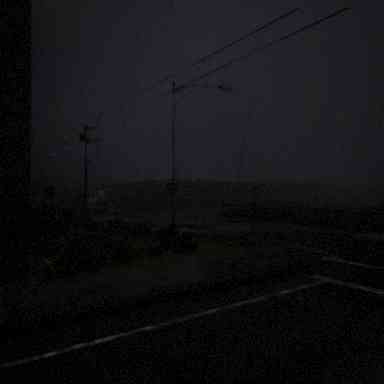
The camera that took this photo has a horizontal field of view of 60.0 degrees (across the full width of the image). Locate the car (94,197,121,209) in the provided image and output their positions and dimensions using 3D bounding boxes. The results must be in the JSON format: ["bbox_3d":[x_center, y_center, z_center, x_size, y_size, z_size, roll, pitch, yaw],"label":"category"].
[{"bbox_3d":[-11.651,1.643,46.701,1.895,1.301,4.718,0,0,-34],"label":"car"}]

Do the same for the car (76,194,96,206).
[{"bbox_3d":[-17.541,1.264,55.147,2.150,2.045,5.566,0,0,-35],"label":"car"}]
